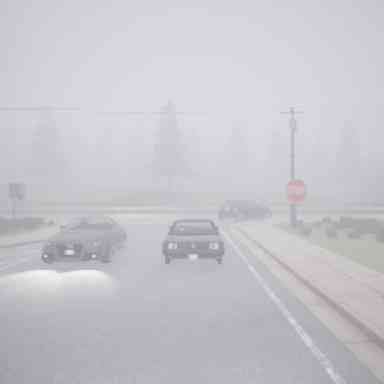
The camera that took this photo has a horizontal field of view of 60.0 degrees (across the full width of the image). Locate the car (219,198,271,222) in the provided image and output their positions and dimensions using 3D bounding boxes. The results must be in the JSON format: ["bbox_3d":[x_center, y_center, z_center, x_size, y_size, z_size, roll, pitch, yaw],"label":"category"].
[{"bbox_3d":[4.331,1.354,26.765,4.553,1.767,2.097,0,0,-39],"label":"car"}]

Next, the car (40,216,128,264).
[{"bbox_3d":[-3.570,1.565,11.720,1.994,1.385,4.181,0,0,0],"label":"car"}]

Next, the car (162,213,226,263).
[{"bbox_3d":[0.063,1.602,11.905,1.895,1.301,4.718,0,0,0],"label":"car"}]
